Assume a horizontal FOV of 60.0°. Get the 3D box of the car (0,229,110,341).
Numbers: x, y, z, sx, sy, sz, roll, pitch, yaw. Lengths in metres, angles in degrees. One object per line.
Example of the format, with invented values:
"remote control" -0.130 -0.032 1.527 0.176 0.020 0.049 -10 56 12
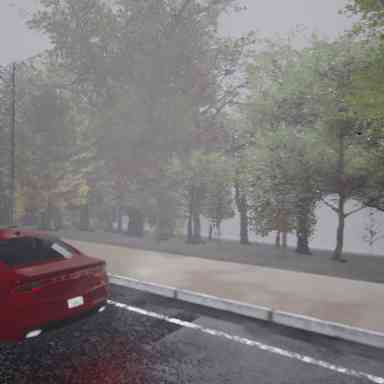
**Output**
"car" -3.732 1.451 6.296 5.008 1.535 1.882 0 0 35
